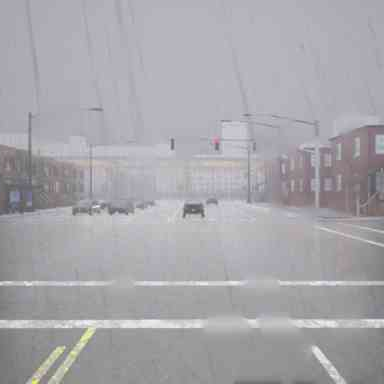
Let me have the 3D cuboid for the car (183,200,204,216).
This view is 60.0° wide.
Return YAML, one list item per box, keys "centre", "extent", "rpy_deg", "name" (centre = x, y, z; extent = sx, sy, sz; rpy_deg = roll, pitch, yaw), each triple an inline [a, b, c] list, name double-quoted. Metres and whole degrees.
- centre: [0.125, 1.477, 32.328]
  extent: [1.882, 1.535, 5.008]
  rpy_deg: [0, 0, 0]
  name: "car"

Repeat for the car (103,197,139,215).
- centre: [-7.103, 1.547, 34.079]
  extent: [2.033, 1.411, 5.357]
  rpy_deg: [0, 0, 0]
  name: "car"

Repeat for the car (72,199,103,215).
- centre: [-10.599, 1.505, 33.740]
  extent: [1.837, 1.490, 4.892]
  rpy_deg: [0, 0, 0]
  name: "car"

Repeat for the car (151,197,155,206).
- centre: [-7.093, 1.505, 54.151]
  extent: [1.837, 1.490, 4.892]
  rpy_deg: [0, 0, 0]
  name: "car"

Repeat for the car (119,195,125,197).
- centre: [-10.604, 1.547, 44.119]
  extent: [2.033, 1.411, 5.357]
  rpy_deg: [0, 0, 0]
  name: "car"

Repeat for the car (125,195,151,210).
- centre: [-7.098, 1.491, 44.060]
  extent: [2.128, 1.511, 4.902]
  rpy_deg: [0, 0, 0]
  name: "car"

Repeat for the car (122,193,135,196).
- centre: [-10.602, 1.221, 54.776]
  extent: [2.150, 2.045, 5.566]
  rpy_deg: [0, 0, -1]
  name: "car"

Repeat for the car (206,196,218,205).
- centre: [3.480, 1.505, 58.473]
  extent: [1.837, 1.490, 4.892]
  rpy_deg: [0, 0, 0]
  name: "car"
